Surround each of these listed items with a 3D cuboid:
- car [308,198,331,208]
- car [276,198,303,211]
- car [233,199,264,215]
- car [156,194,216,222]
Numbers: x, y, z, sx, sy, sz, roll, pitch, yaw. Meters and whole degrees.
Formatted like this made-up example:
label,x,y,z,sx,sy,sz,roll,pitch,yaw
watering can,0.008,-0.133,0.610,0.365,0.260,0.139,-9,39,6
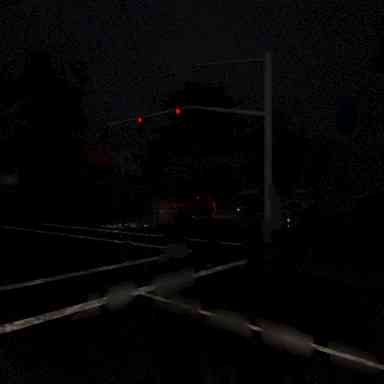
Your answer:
label,x,y,z,sx,sy,sz,roll,pitch,yaw
car,18.870,1.601,49.126,1.895,1.301,4.718,0,0,41
car,12.245,1.526,41.512,1.812,1.442,4.674,0,0,41
car,6.154,1.492,34.487,2.128,1.511,4.902,0,0,41
car,-0.349,1.221,26.995,2.150,2.045,5.566,0,0,41
